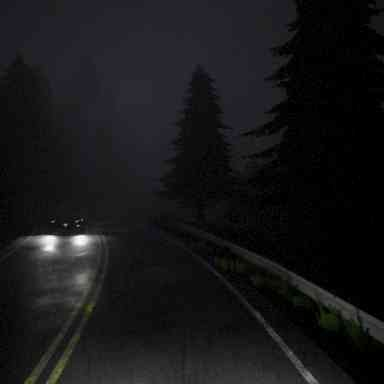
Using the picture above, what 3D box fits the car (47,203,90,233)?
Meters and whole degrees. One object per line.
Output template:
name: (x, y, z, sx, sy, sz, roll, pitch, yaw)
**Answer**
car: (-7.031, 1.438, 19.094, 1.837, 1.490, 4.892, 1, -1, -16)
